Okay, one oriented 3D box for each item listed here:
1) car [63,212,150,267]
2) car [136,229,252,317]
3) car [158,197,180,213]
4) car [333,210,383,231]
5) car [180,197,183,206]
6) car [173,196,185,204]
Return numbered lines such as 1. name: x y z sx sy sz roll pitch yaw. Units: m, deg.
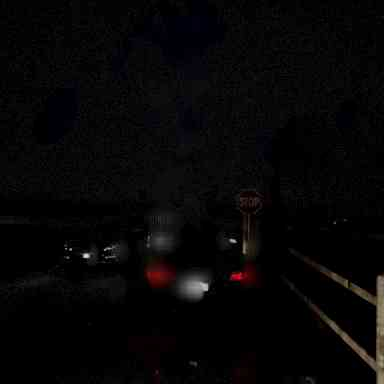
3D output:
1. car: -2.687 1.512 11.520 1.837 1.490 4.892 -1 0 5
2. car: 0.110 1.568 7.589 1.994 1.385 4.181 0 0 0
3. car: -2.770 1.524 37.439 2.128 1.511 4.902 0 0 0
4. car: 12.738 2.052 23.856 4.902 1.511 2.128 2 0 1
5. car: -2.744 1.608 47.434 1.994 1.385 4.181 0 0 0
6. car: -2.626 1.630 68.227 2.033 1.411 5.357 0 0 1
